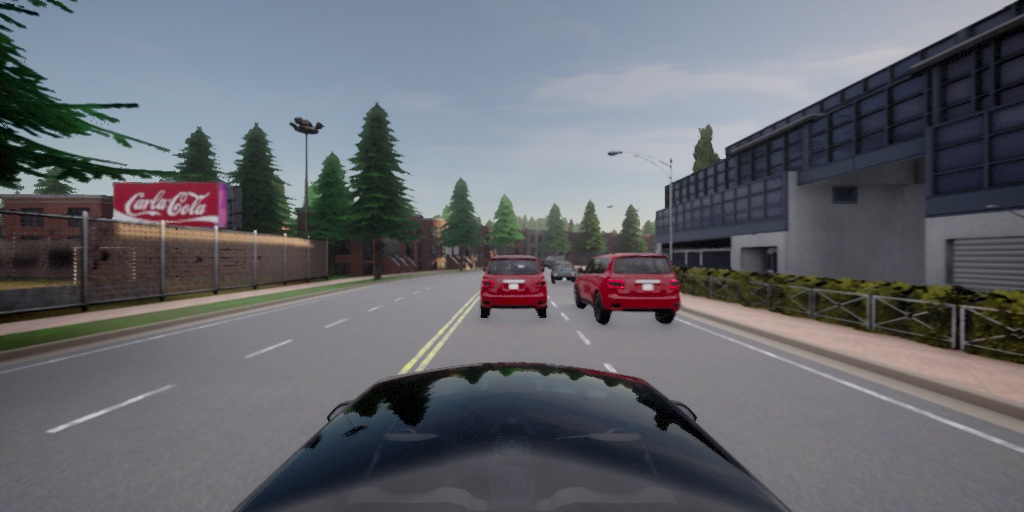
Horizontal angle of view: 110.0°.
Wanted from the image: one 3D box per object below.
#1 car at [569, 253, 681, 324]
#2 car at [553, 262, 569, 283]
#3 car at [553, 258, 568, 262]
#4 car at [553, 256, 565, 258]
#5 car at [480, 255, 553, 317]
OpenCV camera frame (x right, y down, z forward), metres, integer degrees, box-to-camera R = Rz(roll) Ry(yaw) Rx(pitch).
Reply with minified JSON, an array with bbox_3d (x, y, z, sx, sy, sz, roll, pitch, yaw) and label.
[{"bbox_3d":[3.568,0.971,12.126,2.150,2.045,5.566,0,-1,0],"label":"car"},{"bbox_3d":[4.015,1.370,27.911,1.895,1.301,4.718,0,0,6],"label":"car"},{"bbox_3d":[7.226,1.334,53.324,2.033,1.411,5.357,0,0,39],"label":"car"},{"bbox_3d":[6.582,1.010,57.735,2.150,2.045,5.566,0,0,43],"label":"car"},{"bbox_3d":[0.067,0.982,13.286,2.150,2.045,5.566,0,0,0],"label":"car"}]
